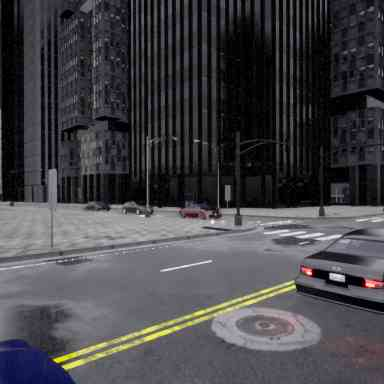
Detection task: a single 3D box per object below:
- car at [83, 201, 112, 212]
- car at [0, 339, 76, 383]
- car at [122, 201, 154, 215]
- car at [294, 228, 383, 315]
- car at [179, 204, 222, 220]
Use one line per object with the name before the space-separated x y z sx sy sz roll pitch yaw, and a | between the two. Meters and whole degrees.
car | -12.948 1.944 45.179 2.033 1.411 5.357 0 0 -42
car | -2.667 1.601 1.160 4.718 1.301 1.895 0 0 -42
car | -6.152 1.797 37.590 1.837 1.490 4.892 0 0 -41
car | 4.415 1.547 7.519 5.357 1.411 2.033 0 0 -42
car | 0.685 1.750 29.952 1.994 1.385 4.181 0 0 -43
